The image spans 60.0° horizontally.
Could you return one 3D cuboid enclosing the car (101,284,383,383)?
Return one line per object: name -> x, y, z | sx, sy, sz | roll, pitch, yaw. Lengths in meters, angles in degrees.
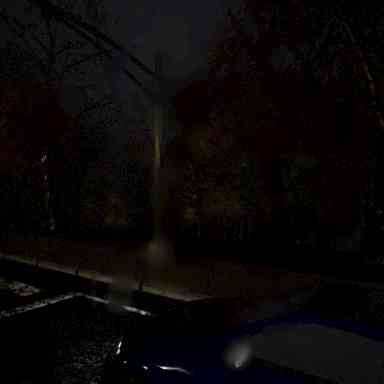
car -> 1.146, 1.564, 2.865 | 4.181, 1.385, 1.994 | 0, 0, 35
